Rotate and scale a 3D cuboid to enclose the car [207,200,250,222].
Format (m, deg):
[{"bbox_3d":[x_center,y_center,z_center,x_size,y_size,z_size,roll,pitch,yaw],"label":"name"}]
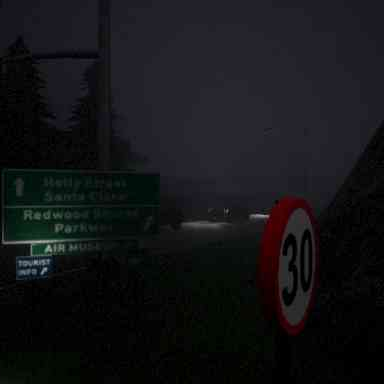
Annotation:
[{"bbox_3d":[3.212,1.544,28.891,2.097,1.767,4.553,0,0,36],"label":"car"}]

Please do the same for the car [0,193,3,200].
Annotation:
[{"bbox_3d":[-38.552,1.490,70.011,4.514,1.523,2.007,0,0,35],"label":"car"}]

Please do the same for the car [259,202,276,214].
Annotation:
[{"bbox_3d":[9.086,1.756,36.945,1.994,1.385,4.181,0,0,36],"label":"car"}]

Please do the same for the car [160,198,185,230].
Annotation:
[{"bbox_3d":[-2.678,1.414,20.798,2.150,2.045,5.566,0,0,36],"label":"car"}]

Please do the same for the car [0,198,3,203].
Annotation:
[{"bbox_3d":[-12.364,1.505,26.061,1.905,1.878,3.866,0,0,35],"label":"car"}]
